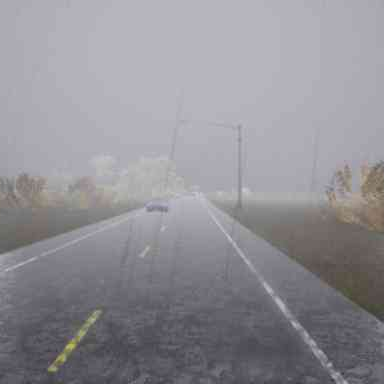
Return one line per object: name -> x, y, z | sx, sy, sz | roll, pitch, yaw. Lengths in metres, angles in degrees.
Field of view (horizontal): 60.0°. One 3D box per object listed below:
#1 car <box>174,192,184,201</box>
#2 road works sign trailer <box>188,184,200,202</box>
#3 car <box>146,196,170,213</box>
car -> -2.920, 0.957, 75.308 | 2.150, 2.045, 5.566 | 0, 0, 1
road works sign trailer -> 0.466, 0.256, 66.091 | 2.380, 3.560, 2.880 | 0, 0, 0
car -> -3.462, 1.238, 34.719 | 2.097, 1.767, 4.553 | 0, 0, 1
